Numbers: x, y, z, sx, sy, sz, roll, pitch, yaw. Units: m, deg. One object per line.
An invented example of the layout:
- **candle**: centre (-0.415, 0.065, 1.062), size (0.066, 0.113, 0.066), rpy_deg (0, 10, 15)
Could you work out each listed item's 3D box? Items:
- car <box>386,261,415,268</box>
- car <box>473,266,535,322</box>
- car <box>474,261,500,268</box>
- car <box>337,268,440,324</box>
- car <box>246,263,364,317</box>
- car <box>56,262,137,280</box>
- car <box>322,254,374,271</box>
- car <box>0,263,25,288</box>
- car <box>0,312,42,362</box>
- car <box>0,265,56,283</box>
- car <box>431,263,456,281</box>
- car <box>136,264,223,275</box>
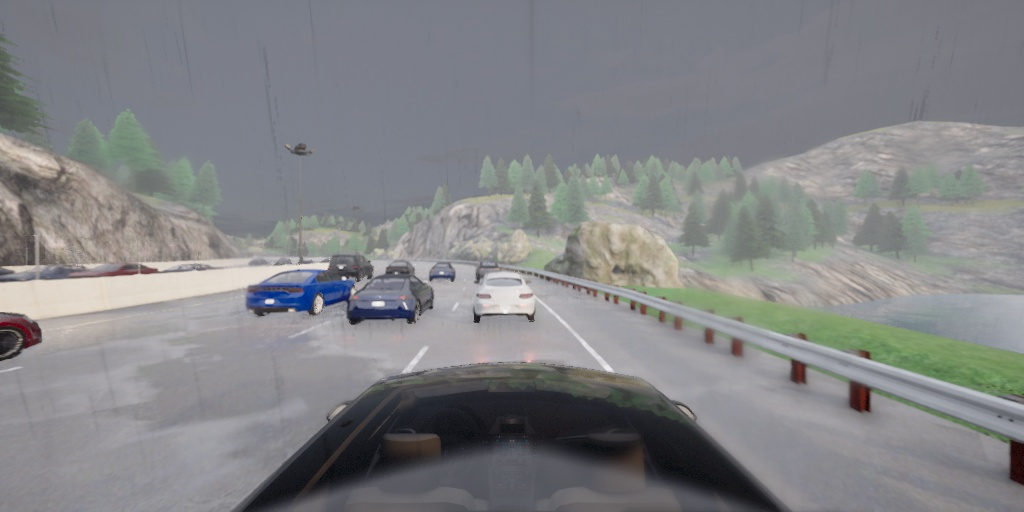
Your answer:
- **car**: centre (-9.266, 1.140, 30.046), size (1.882, 1.535, 5.008), rpy_deg (0, 0, -9)
- **car**: centre (-0.304, 1.238, 12.023), size (1.812, 1.442, 4.674), rpy_deg (0, 0, -3)
- **car**: centre (-1.895, 1.147, 28.025), size (2.128, 1.511, 4.902), rpy_deg (0, 0, -8)
- **car**: centre (-3.819, 1.284, 11.926), size (1.994, 1.385, 4.181), rpy_deg (0, 0, -3)
- **car**: centre (-7.396, 1.199, 13.177), size (1.882, 1.535, 5.008), rpy_deg (0, 0, -4)
- **car**: centre (-26.220, 1.196, 23.799), size (1.882, 1.535, 5.008), rpy_deg (0, 0, -8)
- **car**: centre (-12.474, 0.898, 28.010), size (2.150, 2.045, 5.566), rpy_deg (0, 0, -8)
- **car**: centre (-32.946, 1.246, 21.247), size (1.837, 1.490, 4.892), rpy_deg (0, 0, -7)
- **car**: centre (-10.542, 1.320, 5.486), size (1.994, 1.385, 4.181), rpy_deg (0, 0, -1)
- **car**: centre (-29.665, 1.274, 23.382), size (2.033, 1.411, 5.357), rpy_deg (0, 0, -8)
- **car**: centre (-5.554, 1.224, 28.821), size (1.994, 1.385, 4.181), rpy_deg (0, 0, -8)
- **car**: centre (-22.884, 1.254, 25.385), size (2.033, 1.411, 5.357), rpy_deg (0, 0, -8)
